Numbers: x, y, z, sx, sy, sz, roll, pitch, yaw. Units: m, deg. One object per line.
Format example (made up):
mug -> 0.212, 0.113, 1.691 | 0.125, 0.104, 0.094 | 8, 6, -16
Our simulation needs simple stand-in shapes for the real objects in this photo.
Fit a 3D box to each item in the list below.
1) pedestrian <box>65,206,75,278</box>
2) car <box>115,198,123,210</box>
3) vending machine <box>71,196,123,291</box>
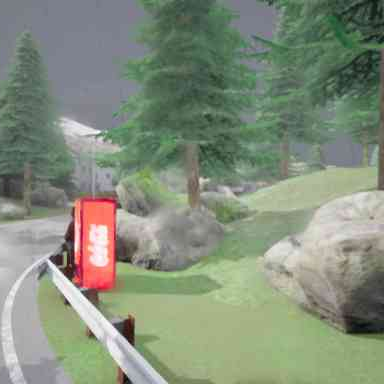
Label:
pedestrian -> -2.984, 1.233, 8.515 | 0.375, 1.860, 0.375 | 0, 0, -18
car -> -8.430, 1.375, 36.333 | 1.895, 1.301, 4.718 | 1, 0, 5
vending machine -> -2.288, 1.143, 7.938 | 1.100, 2.100, 0.880 | 0, 0, -22
